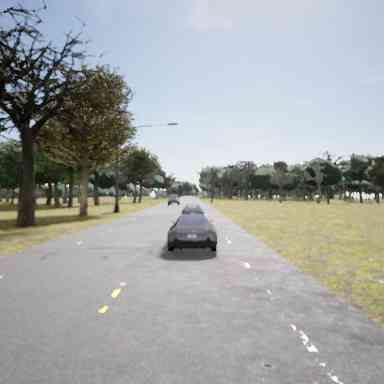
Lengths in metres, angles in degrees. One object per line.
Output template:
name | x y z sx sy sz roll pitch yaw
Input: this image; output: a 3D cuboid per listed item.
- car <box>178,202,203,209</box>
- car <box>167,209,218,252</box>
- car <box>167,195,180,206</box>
car | 0.047 1.745 29.256 1.994 1.385 4.181 0 0 0
car | 0.012 1.643 14.236 1.994 1.385 4.181 -1 -1 0
car | -3.408 1.565 62.748 2.150 2.045 5.566 0 -1 0
